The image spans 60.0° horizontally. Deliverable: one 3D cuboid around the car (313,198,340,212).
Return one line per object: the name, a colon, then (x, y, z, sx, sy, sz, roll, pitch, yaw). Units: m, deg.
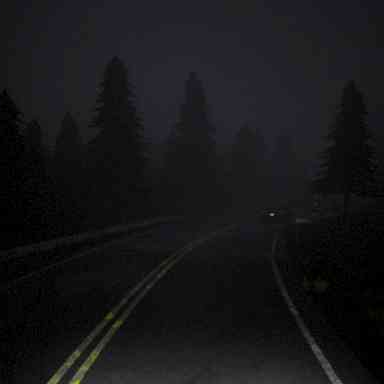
car: (15.920, 1.522, 39.192, 2.097, 1.767, 4.553, 3, 1, 35)

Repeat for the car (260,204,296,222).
car: (6.565, 1.574, 25.140, 1.994, 1.385, 4.181, 3, 1, 28)
